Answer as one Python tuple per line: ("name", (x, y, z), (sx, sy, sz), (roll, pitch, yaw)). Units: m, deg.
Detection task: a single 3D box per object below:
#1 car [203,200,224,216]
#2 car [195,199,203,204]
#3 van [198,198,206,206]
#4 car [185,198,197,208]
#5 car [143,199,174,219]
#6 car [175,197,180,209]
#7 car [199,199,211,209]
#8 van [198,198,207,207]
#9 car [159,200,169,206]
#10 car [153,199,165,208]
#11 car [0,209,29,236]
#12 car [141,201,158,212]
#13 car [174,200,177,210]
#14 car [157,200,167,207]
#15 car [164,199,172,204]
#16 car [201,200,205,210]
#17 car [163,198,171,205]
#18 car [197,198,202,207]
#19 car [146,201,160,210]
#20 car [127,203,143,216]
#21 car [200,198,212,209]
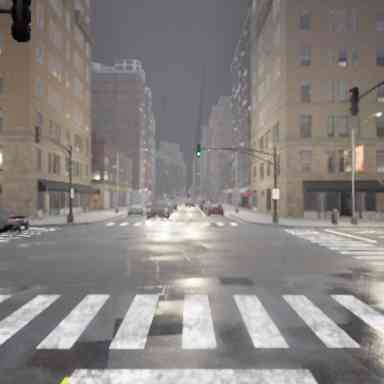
("car", (2.532, 1.927, 36.804), (1.887, 1.381, 4.507), (0, -1, -1))
("car", (2.000, 2.638, 91.871), (2.008, 1.369, 4.403), (0, -1, -1))
("van", (2.160, 2.199, 75.352), (1.690, 1.788, 3.998), (0, -1, -1))
("car", (-0.405, 2.313, 64.297), (1.895, 1.301, 4.718), (0, -1, -1))
("car", (-3.178, 1.688, 32.488), (2.097, 1.767, 4.553), (0, -1, -1))
("car", (-3.304, 2.046, 52.793), (1.882, 1.535, 5.008), (0, -1, 0))
("car", (2.319, 2.083, 58.832), (1.967, 1.590, 4.097), (0, -1, -1))
("van", (2.214, 2.125, 69.846), (1.690, 1.788, 3.998), (0, -1, -1))
("car", (-6.366, 2.423, 75.277), (1.947, 1.339, 4.313), (0, -1, -1))
("car", (-6.259, 2.152, 64.264), (1.967, 1.590, 4.097), (0, -1, -1))
("car", (-11.174, 1.632, 17.615), (4.902, 1.511, 2.128), (0, -1, 9))
("car", (-6.099, 2.053, 47.740), (1.887, 1.381, 4.507), (0, -1, -1))
("car", (-3.273, 2.046, 42.325), (1.895, 1.301, 4.718), (0, -1, 0))
("car", (-6.313, 2.365, 69.769), (1.802, 1.307, 4.206), (0, -1, -1))
("car", (-6.524, 2.609, 91.632), (1.752, 1.417, 4.829), (0, -1, -1))
("car", (2.479, 2.011, 42.310), (1.947, 1.339, 4.313), (0, -1, -1))
("car", (-6.472, 2.449, 86.295), (1.967, 1.590, 4.097), (0, -1, -1))
("car", (2.373, 1.890, 53.326), (2.192, 1.841, 5.009), (0, -1, -1))
("car", (-6.153, 2.156, 53.247), (1.802, 1.307, 4.206), (0, -1, -1))
("car", (-5.993, 1.933, 36.725), (2.008, 1.369, 4.403), (0, -1, -1))
("car", (2.424, 2.036, 47.987), (1.752, 1.417, 4.829), (0, -1, -1))
